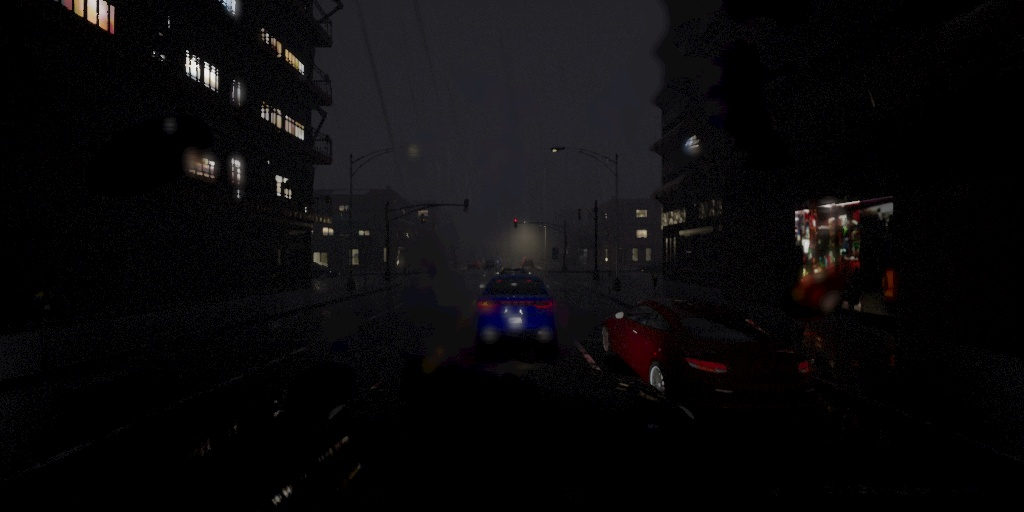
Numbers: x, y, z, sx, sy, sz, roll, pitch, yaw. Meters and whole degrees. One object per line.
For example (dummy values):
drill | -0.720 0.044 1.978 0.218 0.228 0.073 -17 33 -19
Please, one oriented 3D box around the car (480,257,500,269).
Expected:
car | -3.102 1.283 51.779 1.837 1.490 4.892 0 0 0

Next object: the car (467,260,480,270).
car | -5.791 1.329 55.034 1.888 1.381 4.507 0 0 0

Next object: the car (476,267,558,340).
car | 0.099 1.229 10.046 1.882 1.535 5.008 0 0 0

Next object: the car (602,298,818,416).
car | 2.689 1.332 5.806 1.802 1.307 4.207 0 0 0

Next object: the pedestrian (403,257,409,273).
pedestrian | -12.521 1.055 42.291 0.375 1.860 0.375 0 1 0

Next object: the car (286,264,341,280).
car | -18.596 1.464 33.550 4.892 1.490 1.837 -1 0 0

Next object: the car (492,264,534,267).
car | 0.097 1.319 18.987 1.994 1.385 4.181 0 0 0

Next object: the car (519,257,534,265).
car | 2.676 1.106 60.557 2.192 1.841 5.009 0 0 0

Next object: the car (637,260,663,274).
car | 15.090 1.140 36.776 4.181 1.385 1.994 -1 0 0
